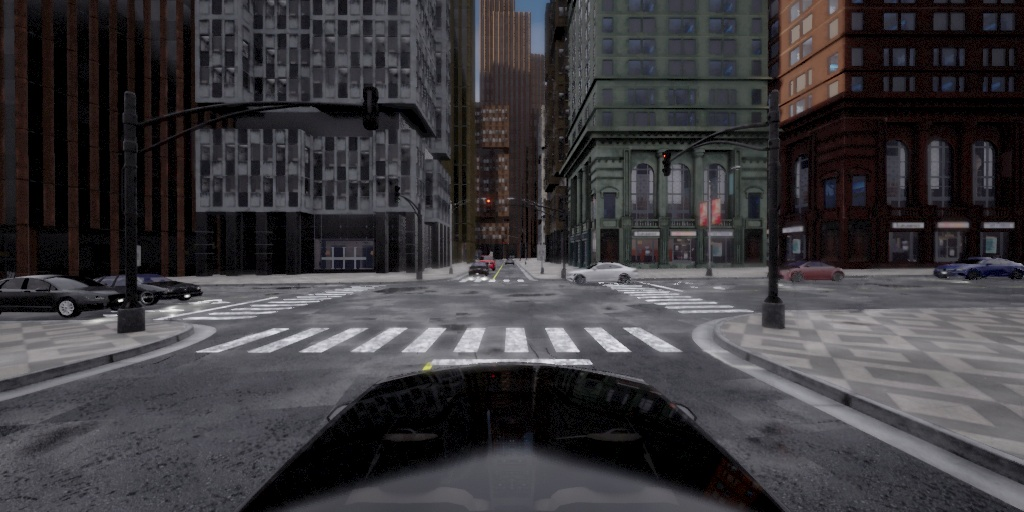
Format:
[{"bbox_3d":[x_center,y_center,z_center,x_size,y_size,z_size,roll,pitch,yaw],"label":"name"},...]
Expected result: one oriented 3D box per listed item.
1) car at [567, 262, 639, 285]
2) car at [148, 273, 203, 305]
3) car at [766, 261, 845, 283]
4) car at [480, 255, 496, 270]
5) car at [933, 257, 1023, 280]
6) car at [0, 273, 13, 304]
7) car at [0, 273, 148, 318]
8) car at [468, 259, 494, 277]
[{"bbox_3d":[6.077,1.150,24.081,4.674,1.442,1.812,-1,1,7],"label":"car"},{"bbox_3d":[-17.863,1.523,17.023,5.357,1.411,2.033,-1,0,5],"label":"car"},{"bbox_3d":[19.351,1.011,23.775,4.181,1.385,1.994,-1,0,0],"label":"car"},{"bbox_3d":[-3.337,0.932,47.522,2.150,2.045,5.566,0,0,-1],"label":"car"},{"bbox_3d":[31.005,0.825,23.796,4.674,1.442,1.812,-1,0,0],"label":"car"},{"bbox_3d":[-27.350,1.609,16.942,4.892,1.490,1.837,-1,0,0],"label":"car"},{"bbox_3d":[-17.420,1.492,13.717,4.892,1.490,1.837,-1,0,0],"label":"car"},{"bbox_3d":[-3.236,1.276,36.193,2.033,1.411,5.357,0,0,0],"label":"car"}]
